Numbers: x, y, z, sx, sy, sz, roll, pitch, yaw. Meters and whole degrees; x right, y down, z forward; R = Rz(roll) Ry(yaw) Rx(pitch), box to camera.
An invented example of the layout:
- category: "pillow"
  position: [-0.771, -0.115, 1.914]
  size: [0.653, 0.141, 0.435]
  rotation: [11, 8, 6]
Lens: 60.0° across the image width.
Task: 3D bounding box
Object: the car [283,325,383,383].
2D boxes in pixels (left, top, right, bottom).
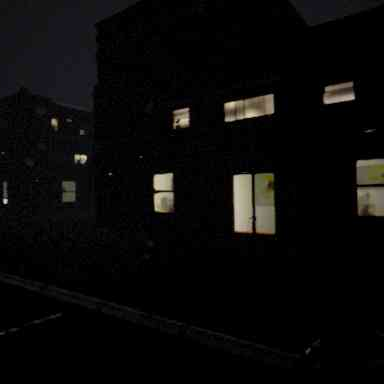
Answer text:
- category: "car"
  position: [2.694, 1.307, 0.972]
  size: [5.009, 1.841, 2.192]
  rotation: [0, -1, 36]
